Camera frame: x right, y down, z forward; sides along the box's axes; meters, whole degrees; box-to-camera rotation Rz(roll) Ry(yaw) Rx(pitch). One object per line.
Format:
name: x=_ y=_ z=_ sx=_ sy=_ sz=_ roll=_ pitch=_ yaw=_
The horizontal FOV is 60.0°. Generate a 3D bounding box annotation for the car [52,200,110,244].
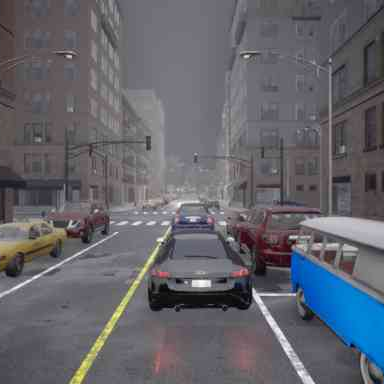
car: x=-5.393 y=1.314 z=16.091 sx=2.192 sy=1.841 sz=5.009 roll=0 pitch=0 yaw=0

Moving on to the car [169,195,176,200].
car: x=-5.359 y=1.523 z=92.266 sx=1.752 sy=1.417 sz=4.829 roll=0 pitch=0 yaw=0

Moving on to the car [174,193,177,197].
car: x=-5.367 y=1.563 z=81.472 sx=1.947 sy=1.339 sz=4.313 roll=0 pitch=0 yaw=0

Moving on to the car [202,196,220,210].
car: x=2.656 y=1.547 z=43.095 sx=2.008 sy=1.369 sz=4.403 roll=0 pitch=0 yaw=0

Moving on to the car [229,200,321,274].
car: x=2.643 y=1.314 z=10.407 sx=2.192 sy=1.841 sz=5.009 roll=0 pitch=0 yaw=0

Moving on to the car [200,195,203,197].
car: x=2.661 y=1.547 z=54.058 sx=2.008 sy=1.369 sz=4.403 roll=0 pitch=0 yaw=0

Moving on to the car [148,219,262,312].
car: x=0.101 y=1.564 z=7.799 sx=1.994 sy=1.385 sz=4.181 roll=0 pitch=0 yaw=-2

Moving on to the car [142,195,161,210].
car: x=-5.397 y=1.521 z=42.928 sx=1.752 sy=1.417 sz=4.829 roll=0 pitch=0 yaw=0

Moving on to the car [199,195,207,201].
car: x=2.673 y=1.437 z=81.468 sx=1.967 sy=1.590 sz=4.097 roll=0 pitch=0 yaw=0

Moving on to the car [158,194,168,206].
car: x=-5.389 y=1.522 z=53.892 sx=1.752 sy=1.417 sz=4.829 roll=0 pitch=0 yaw=0

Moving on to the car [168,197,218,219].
car: x=0.057 y=1.351 z=17.855 sx=2.097 sy=1.767 sz=4.553 roll=0 pitch=0 yaw=0

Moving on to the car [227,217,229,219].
car: x=2.645 y=1.581 z=16.086 sx=1.802 sy=1.307 sz=4.206 roll=0 pitch=0 yaw=0

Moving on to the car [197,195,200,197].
car: x=2.668 y=1.547 z=70.504 sx=2.008 sy=1.369 sz=4.403 roll=0 pitch=0 yaw=0

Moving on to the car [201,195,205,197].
car: x=2.659 y=1.541 z=48.576 sx=1.887 sy=1.381 sz=4.507 roll=0 pitch=0 yaw=0

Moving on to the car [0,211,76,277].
car: x=-5.395 y=1.525 z=10.242 sx=1.752 sy=1.417 sz=4.829 roll=0 pitch=0 yaw=0

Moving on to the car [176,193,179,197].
car: x=-5.362 y=1.312 z=86.954 sx=2.192 sy=1.841 sz=5.009 roll=0 pitch=0 yaw=0

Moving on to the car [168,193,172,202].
car: x=-5.384 y=1.311 z=59.544 sx=2.192 sy=1.841 sz=5.009 roll=0 pitch=0 yaw=0

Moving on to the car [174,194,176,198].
car: x=-5.371 y=1.548 z=75.990 sx=2.008 sy=1.369 sz=4.403 roll=0 pitch=0 yaw=0

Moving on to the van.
van: x=2.640 y=1.341 z=4.729 sx=1.690 sy=1.788 sz=3.998 roll=0 pitch=0 yaw=0
